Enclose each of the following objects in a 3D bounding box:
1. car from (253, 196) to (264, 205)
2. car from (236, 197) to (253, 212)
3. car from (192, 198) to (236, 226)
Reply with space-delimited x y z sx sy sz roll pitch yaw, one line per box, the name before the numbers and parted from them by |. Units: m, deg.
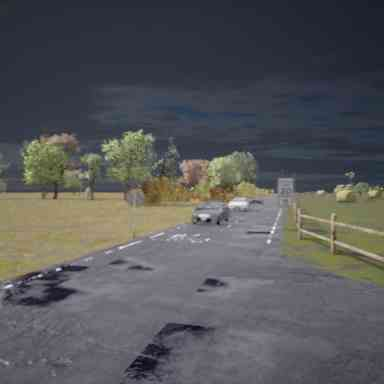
car | 10.487 1.290 53.634 1.994 1.385 4.181 0 0 16
car | 5.129 1.345 35.638 1.812 1.442 4.674 0 0 16
car | 1.410 1.388 22.940 2.128 1.511 4.902 0 0 16
